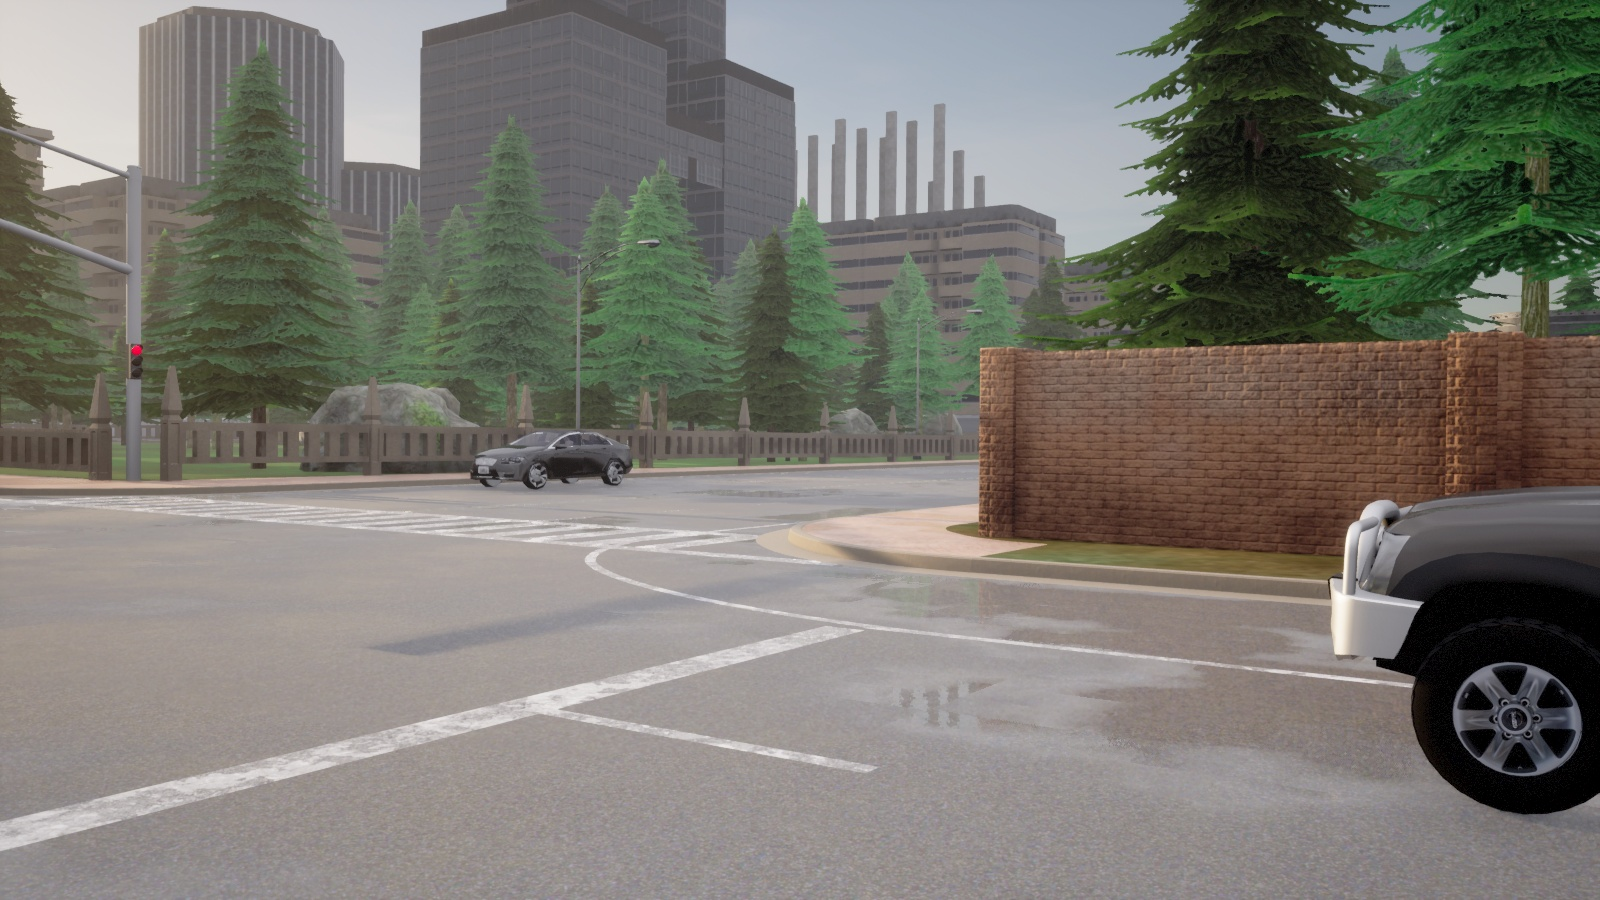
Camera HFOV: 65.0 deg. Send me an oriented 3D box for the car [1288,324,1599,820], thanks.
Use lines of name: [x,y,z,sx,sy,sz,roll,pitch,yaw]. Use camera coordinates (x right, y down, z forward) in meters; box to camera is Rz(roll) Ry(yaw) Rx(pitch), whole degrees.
car: [4.514,0.441,4.821,4.605,1.855,1.932,0,1,34]

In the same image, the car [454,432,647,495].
car: [-6.463,0.295,33.070,2.128,1.511,4.902,0,1,33]
